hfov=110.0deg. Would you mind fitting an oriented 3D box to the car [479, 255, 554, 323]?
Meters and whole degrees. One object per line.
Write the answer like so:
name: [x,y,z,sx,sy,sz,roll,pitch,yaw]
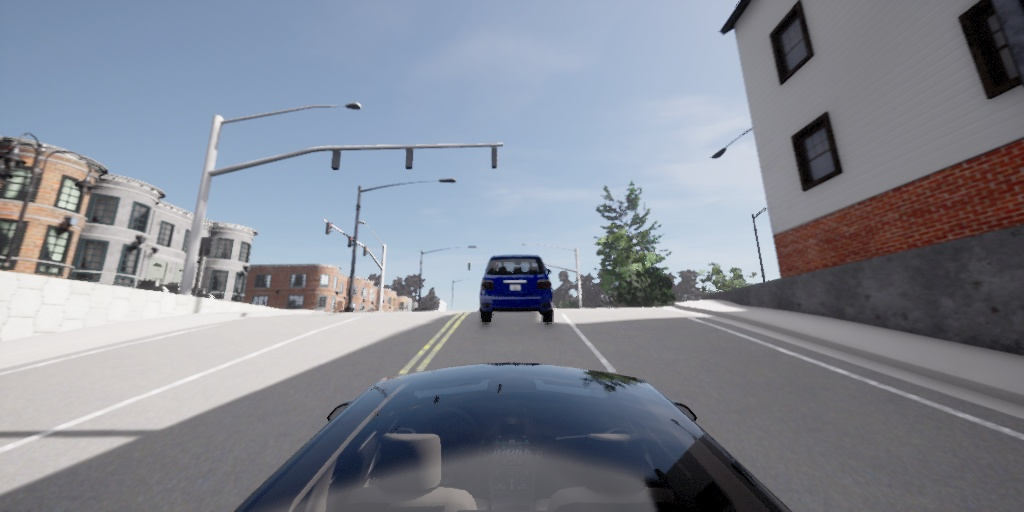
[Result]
car: [0.210,1.046,12.370,2.150,2.045,5.566,-1,-2,3]
